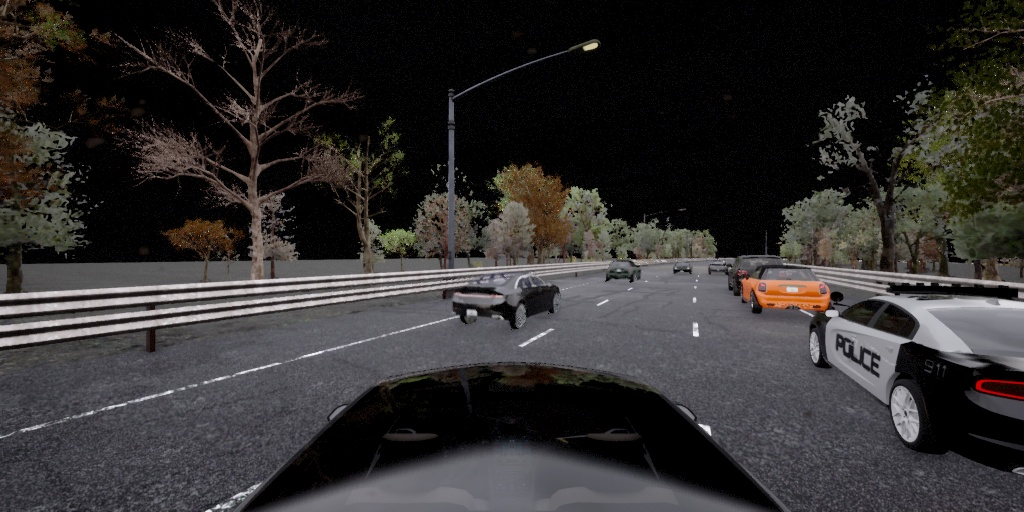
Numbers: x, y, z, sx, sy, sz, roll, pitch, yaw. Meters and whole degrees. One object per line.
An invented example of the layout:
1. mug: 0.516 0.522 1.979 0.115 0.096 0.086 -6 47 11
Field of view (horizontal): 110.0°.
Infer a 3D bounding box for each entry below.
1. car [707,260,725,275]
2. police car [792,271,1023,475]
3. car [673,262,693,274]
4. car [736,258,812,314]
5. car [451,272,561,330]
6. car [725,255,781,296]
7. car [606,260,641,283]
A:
1. car: 22.585 1.262 39.278 2.128 1.511 4.902 0 0 30
2. police car: 5.624 1.175 4.721 1.930 1.638 5.238 0 0 26
3. car: 19.474 1.370 40.759 1.895 1.301 4.718 0 0 29
4. car: 9.979 1.102 13.428 2.097 1.767 4.553 0 0 27
5. car: 0.056 1.240 11.352 2.128 1.511 4.902 0 0 27
6. car: 12.711 0.978 18.753 2.150 2.045 5.566 0 0 27
7. car: 9.008 1.108 28.757 2.097 1.767 4.553 0 0 28
